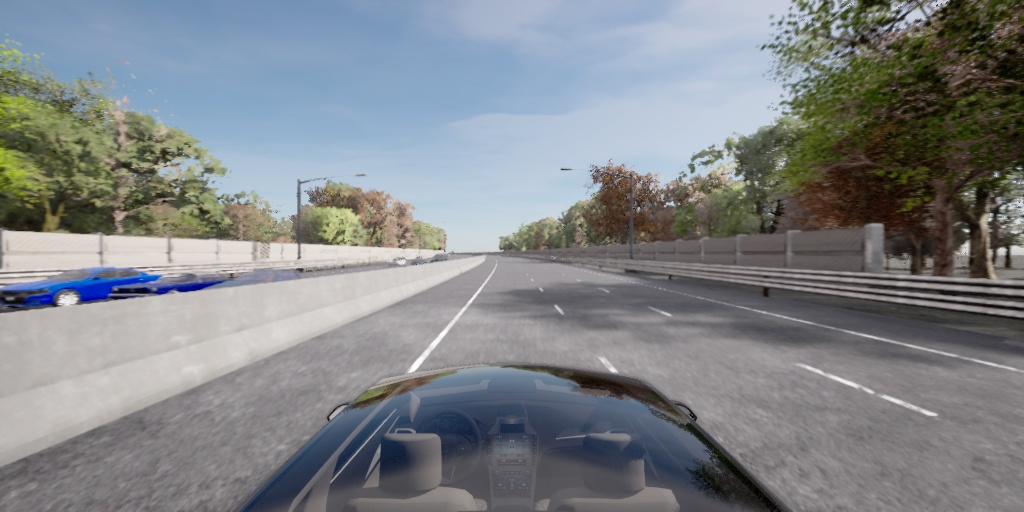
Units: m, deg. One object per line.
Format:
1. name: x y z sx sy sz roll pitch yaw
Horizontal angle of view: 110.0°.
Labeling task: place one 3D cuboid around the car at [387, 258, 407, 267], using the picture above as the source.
1. car: -18.325 1.020 57.080 1.895 1.301 4.718 0 0 -1

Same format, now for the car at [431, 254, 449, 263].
1. car: -11.328 0.658 56.917 2.150 2.045 5.566 0 0 -1

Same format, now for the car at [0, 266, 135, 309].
1. car: -17.636 1.214 15.085 1.882 1.535 5.008 0 0 0

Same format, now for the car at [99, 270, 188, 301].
1. car: -14.138 1.330 15.539 1.895 1.301 4.718 0 0 0

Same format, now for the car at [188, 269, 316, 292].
1. car: -10.640 1.270 15.666 2.033 1.411 5.357 0 0 0

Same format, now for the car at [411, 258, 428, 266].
1. car: -14.851 0.967 57.923 1.994 1.385 4.181 0 1 -1
